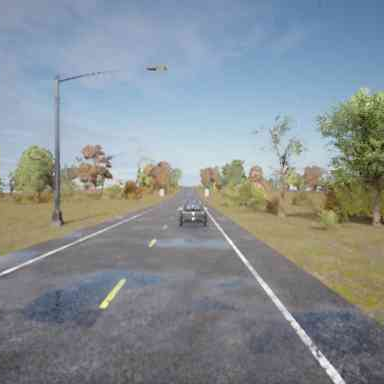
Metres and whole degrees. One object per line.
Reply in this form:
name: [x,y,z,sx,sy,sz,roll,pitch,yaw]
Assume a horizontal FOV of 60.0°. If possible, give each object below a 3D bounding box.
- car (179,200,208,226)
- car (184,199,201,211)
car: [0.093,1.527,23.674,2.128,1.511,4.902,0,0,0]
car: [0.090,1.622,41.553,1.994,1.385,4.181,0,0,0]
